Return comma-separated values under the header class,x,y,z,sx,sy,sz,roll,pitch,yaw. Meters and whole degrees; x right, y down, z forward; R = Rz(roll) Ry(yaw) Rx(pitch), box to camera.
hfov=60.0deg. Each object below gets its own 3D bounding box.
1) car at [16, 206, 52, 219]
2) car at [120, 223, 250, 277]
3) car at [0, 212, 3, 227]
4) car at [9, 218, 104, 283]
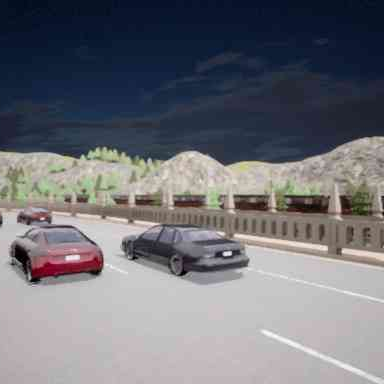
class,x,y,z,sx,sy,sz,roll,pitch,yaw
car,-12.997,1.916,27.395,1.812,1.442,4.674,2,-1,-40
car,-0.532,1.757,11.121,2.033,1.411,5.357,1,-1,-37
car,-15.655,1.812,25.120,2.128,1.511,4.902,2,-1,-40
car,-4.343,1.722,10.384,1.994,1.385,4.181,1,-1,-37
